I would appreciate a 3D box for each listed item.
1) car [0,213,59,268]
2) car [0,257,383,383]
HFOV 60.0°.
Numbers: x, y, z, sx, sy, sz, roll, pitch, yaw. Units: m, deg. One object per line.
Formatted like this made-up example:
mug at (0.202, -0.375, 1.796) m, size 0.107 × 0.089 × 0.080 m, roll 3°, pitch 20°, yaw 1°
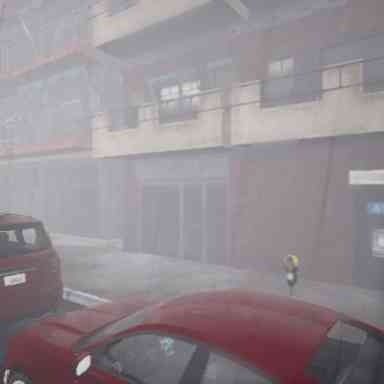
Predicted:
car at (-4.403, 1.293, 6.016) m, size 5.009 × 1.841 × 2.192 m, roll 0°, pitch 0°, yaw 35°
car at (0.180, 1.541, 2.748) m, size 4.507 × 1.381 × 1.887 m, roll 0°, pitch 0°, yaw 35°
